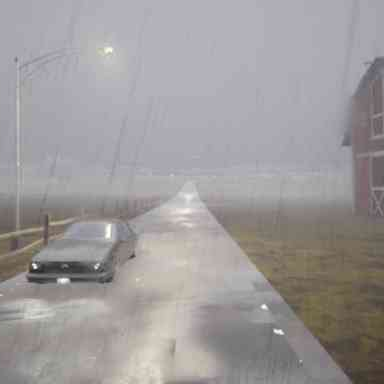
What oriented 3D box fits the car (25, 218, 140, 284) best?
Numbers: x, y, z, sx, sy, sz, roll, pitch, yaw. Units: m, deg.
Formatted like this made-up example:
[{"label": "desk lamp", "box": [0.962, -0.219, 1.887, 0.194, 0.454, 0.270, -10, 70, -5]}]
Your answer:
[{"label": "car", "box": [-2.750, 1.506, 9.779, 2.033, 1.411, 5.357, 0, 0, 0]}]
